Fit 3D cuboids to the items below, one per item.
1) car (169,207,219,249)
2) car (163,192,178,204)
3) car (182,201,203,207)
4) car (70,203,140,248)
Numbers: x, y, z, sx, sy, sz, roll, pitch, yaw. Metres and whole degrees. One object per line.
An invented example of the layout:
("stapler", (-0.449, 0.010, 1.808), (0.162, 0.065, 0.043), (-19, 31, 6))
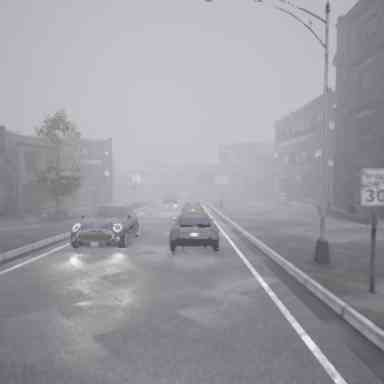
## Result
("car", (0.085, 1.546, 14.362), (1.994, 1.385, 4.181), (0, 0, 0))
("car", (-3.677, 1.013, 57.269), (2.150, 2.045, 5.566), (0, 1, -2))
("car", (0.067, 1.523, 30.715), (1.994, 1.385, 4.181), (0, 0, 0))
("car", (-3.614, 1.335, 14.537), (2.097, 1.767, 4.553), (0, 0, 0))
